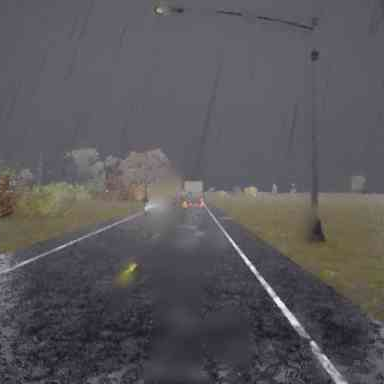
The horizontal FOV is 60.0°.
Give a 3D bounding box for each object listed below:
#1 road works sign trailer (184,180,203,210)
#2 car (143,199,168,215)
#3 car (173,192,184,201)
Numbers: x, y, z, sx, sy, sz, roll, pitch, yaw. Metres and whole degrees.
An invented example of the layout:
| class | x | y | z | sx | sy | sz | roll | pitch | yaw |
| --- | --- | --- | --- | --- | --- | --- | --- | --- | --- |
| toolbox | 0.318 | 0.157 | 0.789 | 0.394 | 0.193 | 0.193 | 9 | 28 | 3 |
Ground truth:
| class | x | y | z | sx | sy | sz | roll | pitch | yaw |
| --- | --- | --- | --- | --- | --- | --- | --- | --- | --- |
| road works sign trailer | 0.186 | 0.341 | 40.879 | 2.380 | 3.560 | 2.880 | 0 | 0 | 0 |
| car | -3.484 | 1.427 | 32.451 | 1.812 | 1.442 | 4.674 | 0 | 0 | 0 |
| car | -2.966 | 0.918 | 72.779 | 2.150 | 2.045 | 5.566 | 0 | 0 | 1 |
